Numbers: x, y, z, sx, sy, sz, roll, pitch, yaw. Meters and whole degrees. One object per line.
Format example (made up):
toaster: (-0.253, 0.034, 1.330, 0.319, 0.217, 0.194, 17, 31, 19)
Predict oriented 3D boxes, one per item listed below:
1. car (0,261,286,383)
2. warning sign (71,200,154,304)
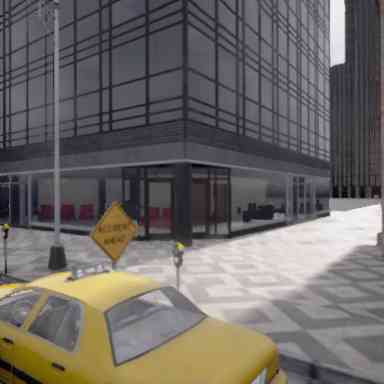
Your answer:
car: (-1.403, 1.528, 3.966, 4.829, 1.417, 1.752, 0, 0, 35)
warning sign: (-1.627, 1.119, 6.946, 1.060, 1.860, 1.300, 0, 0, 35)
